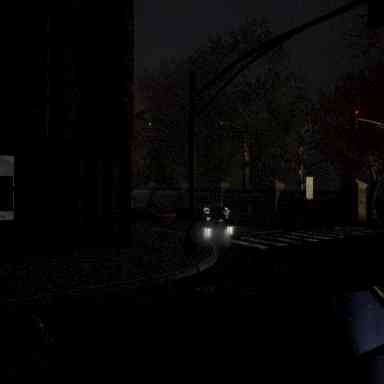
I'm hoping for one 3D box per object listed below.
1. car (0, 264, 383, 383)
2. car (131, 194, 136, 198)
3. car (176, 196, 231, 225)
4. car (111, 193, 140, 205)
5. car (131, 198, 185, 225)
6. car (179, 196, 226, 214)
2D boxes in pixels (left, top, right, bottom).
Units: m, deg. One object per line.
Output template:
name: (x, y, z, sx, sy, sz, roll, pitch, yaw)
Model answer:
car: (0.758, 1.546, 3.320, 5.357, 1.411, 2.033, 0, 0, -32)
car: (-7.934, 0.684, 32.787, 2.150, 2.045, 5.566, 0, 0, -36)
car: (0.400, 1.063, 21.326, 2.097, 1.767, 4.553, 0, 1, -36)
car: (-8.815, 0.864, 43.852, 2.008, 1.369, 4.403, 1, 0, -36)
car: (-2.563, 1.257, 21.018, 1.802, 1.307, 4.206, 2, 0, -36)
car: (0.859, 1.130, 30.558, 1.752, 1.417, 4.829, 1, 0, -36)
